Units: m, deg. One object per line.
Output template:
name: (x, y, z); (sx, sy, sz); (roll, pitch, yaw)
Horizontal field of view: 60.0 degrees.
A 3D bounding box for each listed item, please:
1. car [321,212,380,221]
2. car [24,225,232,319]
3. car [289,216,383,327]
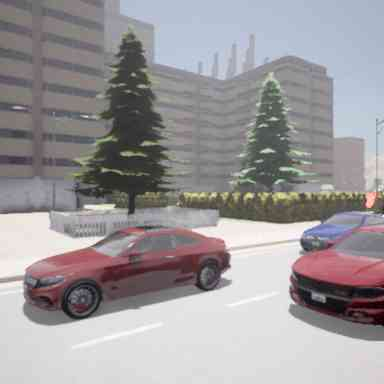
car: (6.090, 1.496, 12.629); (4.674, 1.442, 1.812); (0, 0, -35)
car: (-1.162, 1.518, 7.460); (4.674, 1.442, 1.812); (0, 0, -35)
car: (4.116, 1.460, 6.924); (5.008, 1.535, 1.882); (0, 0, -35)
